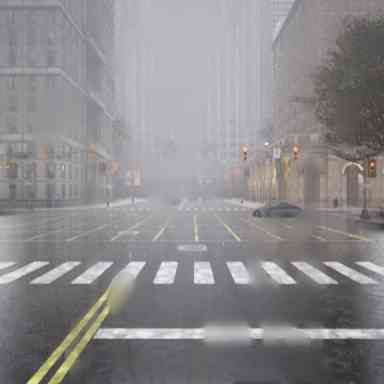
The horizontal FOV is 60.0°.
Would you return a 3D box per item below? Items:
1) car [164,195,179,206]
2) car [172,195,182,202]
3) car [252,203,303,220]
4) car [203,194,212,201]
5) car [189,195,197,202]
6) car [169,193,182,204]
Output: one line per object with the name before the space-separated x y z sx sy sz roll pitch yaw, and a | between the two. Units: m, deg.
car | -3.554 1.634 54.862 1.895 1.301 4.718 0 0 1
car | -3.358 1.545 75.039 1.837 1.490 4.892 0 0 1
car | 7.199 1.581 27.975 4.181 1.385 1.994 0 0 -19
car | 3.680 1.327 78.622 2.097 1.767 4.553 0 0 1
car | 0.180 1.497 78.687 2.128 1.511 4.902 0 0 1
car | -3.507 1.259 64.577 2.150 2.045 5.566 0 0 1
